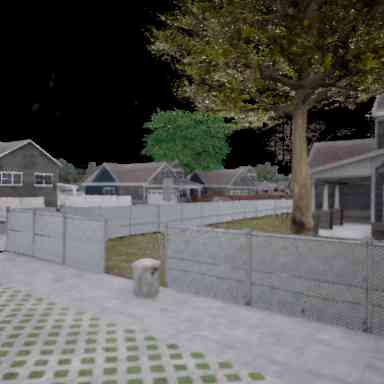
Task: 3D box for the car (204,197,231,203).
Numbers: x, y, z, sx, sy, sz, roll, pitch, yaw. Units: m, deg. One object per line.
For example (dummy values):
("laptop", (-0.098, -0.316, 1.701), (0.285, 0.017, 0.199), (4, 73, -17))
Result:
("car", (3.065, 1.334, 40.272), (2.128, 1.511, 4.902), (1, 0, 39))
